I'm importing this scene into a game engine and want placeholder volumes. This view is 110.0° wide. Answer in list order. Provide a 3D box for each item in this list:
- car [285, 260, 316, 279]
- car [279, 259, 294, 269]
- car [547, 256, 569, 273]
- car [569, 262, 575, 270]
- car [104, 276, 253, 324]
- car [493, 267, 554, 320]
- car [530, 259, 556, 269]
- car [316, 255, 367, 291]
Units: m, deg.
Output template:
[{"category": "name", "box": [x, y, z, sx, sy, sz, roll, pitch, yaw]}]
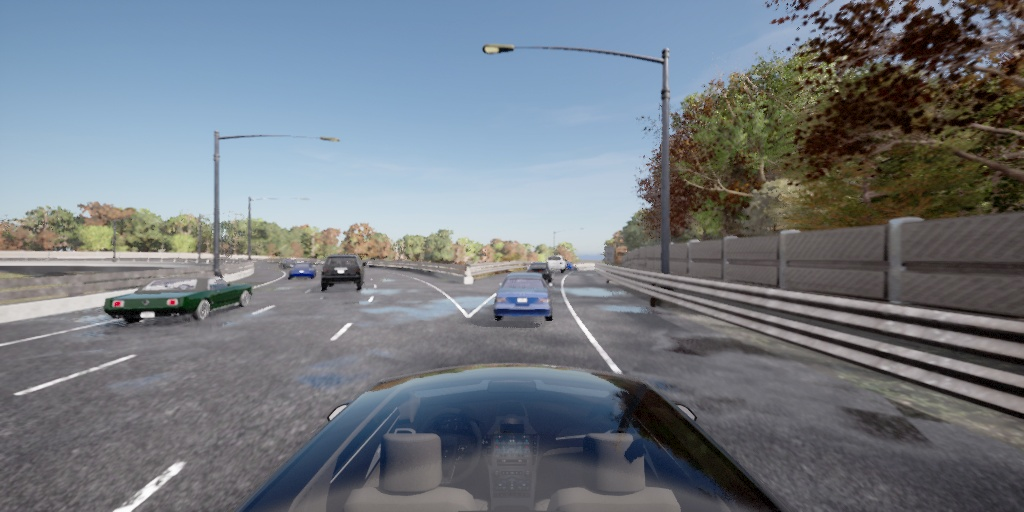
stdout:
[{"category": "car", "box": [-18.544, 1.267, 31.825, 1.994, 1.385, 4.181, 0, 0, -27]}, {"category": "car", "box": [-33.439, 1.159, 53.500, 2.128, 1.511, 4.902, 0, 0, -41]}, {"category": "car", "box": [5.461, 0.988, 44.263, 2.150, 2.045, 5.566, 0, -1, 12]}, {"category": "car", "box": [9.231, 1.674, 60.776, 1.882, 1.535, 5.008, 0, -2, 13]}, {"category": "car", "box": [-10.616, 1.326, 11.995, 1.895, 1.301, 4.718, 0, 0, -16]}, {"category": "car", "box": [0.456, 1.293, 12.594, 2.033, 1.411, 5.357, 0, 0, 4]}, {"category": "car", "box": [2.185, 1.247, 27.741, 1.837, 1.490, 4.892, 0, 0, 8]}, {"category": "car", "box": [-10.324, 0.944, 22.159, 2.150, 2.045, 5.566, 0, 0, -21]}]
